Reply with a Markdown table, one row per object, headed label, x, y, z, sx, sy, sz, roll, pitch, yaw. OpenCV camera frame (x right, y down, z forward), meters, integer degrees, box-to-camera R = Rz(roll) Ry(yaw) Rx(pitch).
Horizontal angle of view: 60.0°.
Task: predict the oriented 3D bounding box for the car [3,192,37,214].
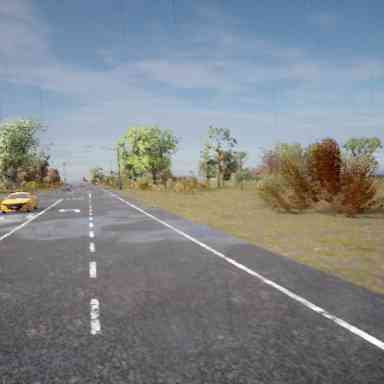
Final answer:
| label | x | y | z | sx | sy | sz | roll | pitch | yaw |
| --- | --- | --- | --- | --- | --- | --- | --- | --- | --- |
| car | -13.733 | 0.784 | 26.752 | 1.882 | 1.535 | 5.008 | -3 | 2 | -17 |

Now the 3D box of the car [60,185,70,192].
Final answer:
| label | x | y | z | sx | sy | sz | roll | pitch | yaw |
| --- | --- | --- | --- | --- | --- | --- | --- | --- | --- |
| car | -29.889 | -0.778 | 78.625 | 1.837 | 1.490 | 4.892 | -3 | 2 | -17 |
